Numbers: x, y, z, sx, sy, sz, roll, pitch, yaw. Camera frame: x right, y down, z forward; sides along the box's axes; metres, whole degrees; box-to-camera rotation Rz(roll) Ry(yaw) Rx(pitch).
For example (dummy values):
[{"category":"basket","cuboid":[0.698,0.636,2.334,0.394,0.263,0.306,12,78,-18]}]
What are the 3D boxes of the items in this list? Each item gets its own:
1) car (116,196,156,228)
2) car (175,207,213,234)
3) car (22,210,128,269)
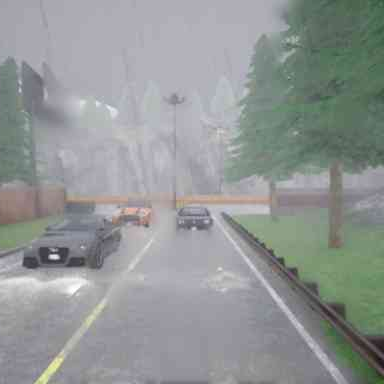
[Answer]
[{"category":"car","cuboid":[-3.504,1.183,20.789,2.097,1.767,4.553,0,0,0]},{"category":"car","cuboid":[0.097,1.452,18.174,1.895,1.301,4.718,0,0,0]},{"category":"car","cuboid":[-3.563,1.477,10.630,1.994,1.385,4.181,0,0,1]}]
